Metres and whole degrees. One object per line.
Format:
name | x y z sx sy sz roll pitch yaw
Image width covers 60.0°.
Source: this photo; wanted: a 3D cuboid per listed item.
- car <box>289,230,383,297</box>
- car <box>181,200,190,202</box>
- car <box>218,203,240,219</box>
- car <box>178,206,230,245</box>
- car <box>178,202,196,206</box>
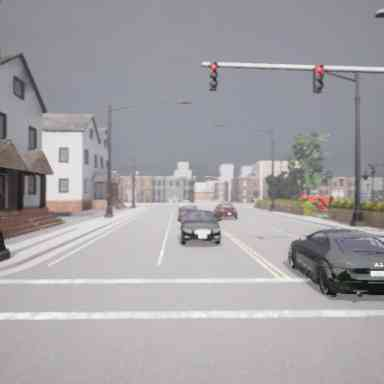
car | 3.999 1.697 8.961 1.994 1.385 4.181 0 -1 2
car | -0.985 1.955 49.945 1.812 1.442 4.674 0 -1 -2
car | 3.284 1.834 32.402 1.812 1.442 4.674 0 -1 -2
car | 0.352 1.665 16.724 2.128 1.511 4.902 0 0 -2
car | -0.185 1.834 29.350 1.994 1.385 4.181 0 0 -2
